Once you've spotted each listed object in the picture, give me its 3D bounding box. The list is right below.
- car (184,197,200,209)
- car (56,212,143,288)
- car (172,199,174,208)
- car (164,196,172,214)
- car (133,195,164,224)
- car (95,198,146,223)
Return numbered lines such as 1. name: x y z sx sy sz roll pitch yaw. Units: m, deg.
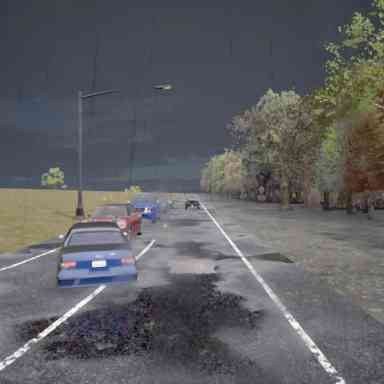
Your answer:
1. car: 0.041 1.500 44.264 1.837 1.490 4.892 0 0 0
2. car: -2.728 1.549 9.353 2.033 1.411 5.357 0 0 -18
3. car: -3.610 1.347 45.312 2.097 1.767 4.553 0 0 0
4. car: -3.608 1.351 35.305 2.097 1.767 4.553 0 0 0
5. car: -3.614 1.223 25.300 2.150 2.045 5.566 0 0 -1
6. car: -3.678 1.353 15.635 2.097 1.767 4.553 0 0 1
